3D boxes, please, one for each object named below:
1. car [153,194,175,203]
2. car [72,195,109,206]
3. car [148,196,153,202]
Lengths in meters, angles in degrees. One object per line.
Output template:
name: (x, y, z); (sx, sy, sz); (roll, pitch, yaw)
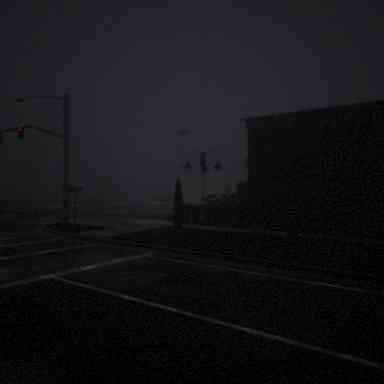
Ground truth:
car: (-4.550, 1.238, 63.712); (1.837, 1.490, 4.892); (0, 0, 37)
car: (-14.883, 1.333, 49.644); (1.895, 1.301, 4.718); (0, 0, 36)
car: (-6.780, 1.210, 66.567); (2.128, 1.511, 4.902); (0, 0, 37)
